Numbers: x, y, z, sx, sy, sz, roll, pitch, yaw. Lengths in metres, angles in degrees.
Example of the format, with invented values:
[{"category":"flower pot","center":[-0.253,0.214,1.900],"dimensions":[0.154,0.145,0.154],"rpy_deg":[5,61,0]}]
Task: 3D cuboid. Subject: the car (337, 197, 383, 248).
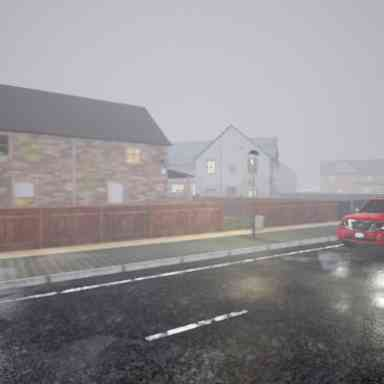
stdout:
[{"category":"car","center":[8.281,1.211,13.586],"dimensions":[5.566,2.045,2.150],"rpy_deg":[0,0,-36]}]
